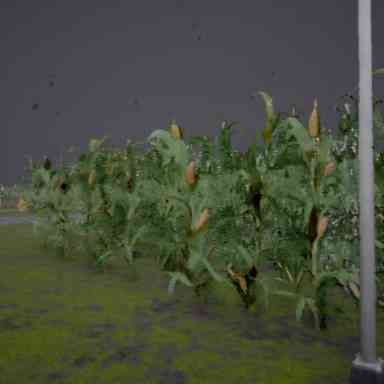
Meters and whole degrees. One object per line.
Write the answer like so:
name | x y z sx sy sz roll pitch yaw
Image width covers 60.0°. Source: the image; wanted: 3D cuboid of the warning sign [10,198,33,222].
warning sign | -13.577 1.382 26.526 1.300 1.860 1.060 0 0 29
